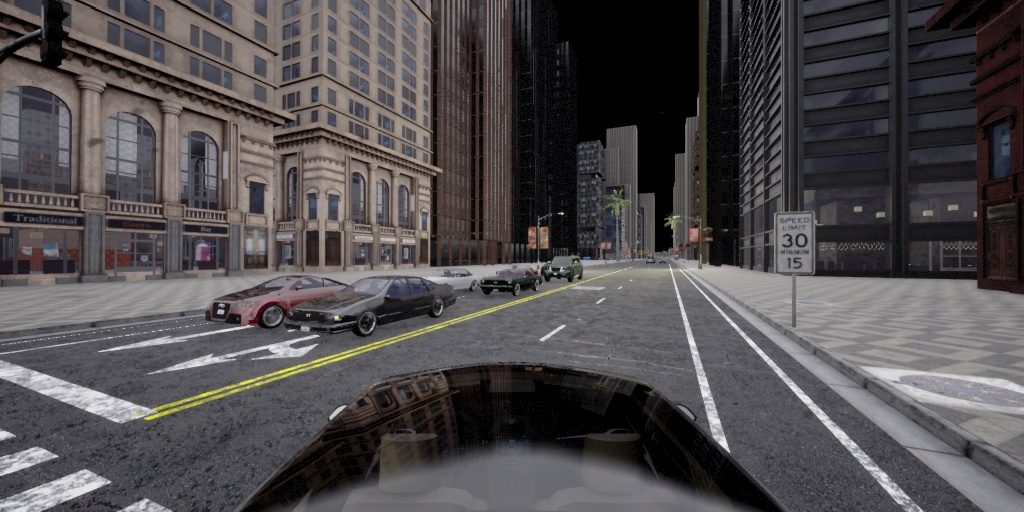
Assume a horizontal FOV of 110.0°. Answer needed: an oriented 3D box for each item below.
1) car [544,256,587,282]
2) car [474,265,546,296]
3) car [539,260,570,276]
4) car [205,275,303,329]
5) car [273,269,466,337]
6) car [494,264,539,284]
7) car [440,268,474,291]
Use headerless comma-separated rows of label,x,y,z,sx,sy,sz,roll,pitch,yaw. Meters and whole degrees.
car,4.330,0.987,29.367,2.150,2.045,5.566,0,0,23
car,0.074,1.358,19.554,1.895,1.301,4.718,0,0,24
car,4.541,1.251,37.944,1.882,1.535,5.008,0,0,24
car,-6.990,1.316,11.413,1.994,1.385,4.181,0,0,24
car,-3.738,1.299,10.755,2.033,1.411,5.357,0,0,23
car,0.449,1.364,28.594,1.895,1.301,4.718,0,0,24
car,-3.512,1.357,19.454,1.895,1.301,4.718,0,0,23
